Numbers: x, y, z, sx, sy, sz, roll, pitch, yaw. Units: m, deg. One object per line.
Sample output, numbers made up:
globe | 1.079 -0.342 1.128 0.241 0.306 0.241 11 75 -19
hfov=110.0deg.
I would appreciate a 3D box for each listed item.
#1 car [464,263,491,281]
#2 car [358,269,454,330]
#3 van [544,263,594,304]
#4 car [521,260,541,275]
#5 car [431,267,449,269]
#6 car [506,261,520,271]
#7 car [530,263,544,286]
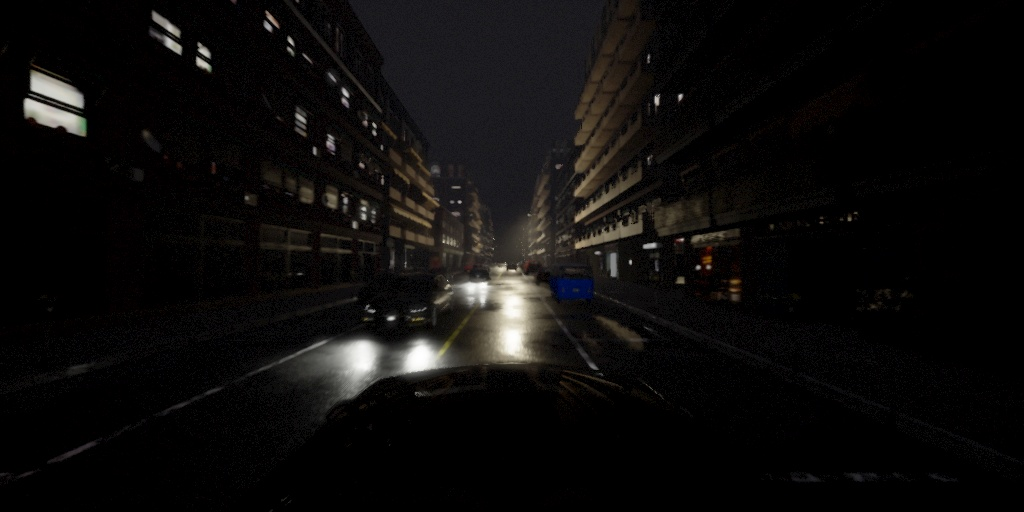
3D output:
car | -3.013 1.566 34.404 2.128 1.511 4.902 0 -1 0
car | -3.083 1.345 11.605 1.837 1.490 4.892 0 0 0
van | 2.686 1.229 16.937 1.690 1.789 3.998 0 0 0
car | 2.674 1.459 44.791 2.192 1.841 5.009 0 0 0
car | -5.699 1.560 28.114 1.948 1.339 4.313 0 0 0
car | -0.023 1.787 60.946 2.128 1.511 4.902 0 -1 0
car | 2.682 1.536 28.078 1.888 1.381 4.507 0 0 0
